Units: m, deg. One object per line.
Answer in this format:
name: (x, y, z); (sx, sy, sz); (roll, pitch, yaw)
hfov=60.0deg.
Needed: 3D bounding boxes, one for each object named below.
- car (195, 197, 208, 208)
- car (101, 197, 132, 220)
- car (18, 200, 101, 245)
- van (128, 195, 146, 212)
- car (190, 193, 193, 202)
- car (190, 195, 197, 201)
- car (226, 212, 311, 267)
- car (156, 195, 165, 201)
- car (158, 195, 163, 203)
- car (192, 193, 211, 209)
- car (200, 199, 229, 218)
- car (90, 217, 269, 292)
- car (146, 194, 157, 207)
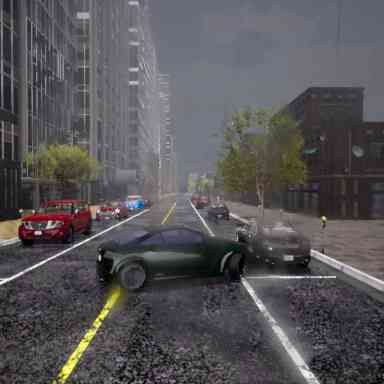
car: (1.394, 1.509, 50.056); (1.752, 1.417, 4.829); (-1, 0, -1)
car: (-6.390, 1.432, 26.816); (1.967, 1.590, 4.097); (-1, 0, -1)
car: (-6.190, 1.310, 15.748); (2.192, 1.841, 5.009); (-1, 0, -1)
van: (-6.690, 1.329, 38.609); (1.690, 1.788, 3.998); (-1, 0, -1)
car: (0.812, 1.291, 72.017); (2.192, 1.841, 5.009); (-1, 0, -1)
car: (0.379, 1.551, 88.614); (1.802, 1.307, 4.206); (-1, 0, -1)
car: (2.549, 1.548, 11.161); (2.008, 1.369, 4.403); (-1, 0, -1)
car: (-7.849, 1.497, 82.703); (1.752, 1.417, 4.829); (-1, 0, -1)
car: (-7.416, 1.522, 66.274); (1.887, 1.381, 4.507); (-1, 0, -1)
car: (1.541, 1.301, 44.353); (2.192, 1.841, 5.009); (-1, 0, -1)
car: (2.013, 1.543, 27.021); (2.008, 1.369, 4.403); (-1, 0, -1)
car: (-0.369, 1.557, 8.799); (4.181, 1.385, 1.994); (0, 0, -22)
car: (-6.982, 1.299, 49.675); (2.192, 1.841, 5.009); (-1, 0, -1)
